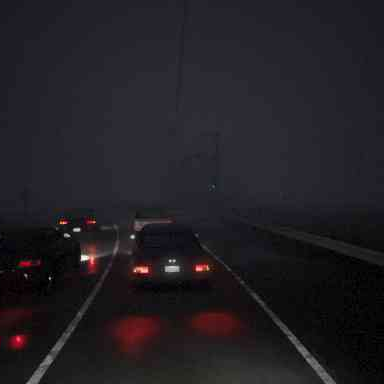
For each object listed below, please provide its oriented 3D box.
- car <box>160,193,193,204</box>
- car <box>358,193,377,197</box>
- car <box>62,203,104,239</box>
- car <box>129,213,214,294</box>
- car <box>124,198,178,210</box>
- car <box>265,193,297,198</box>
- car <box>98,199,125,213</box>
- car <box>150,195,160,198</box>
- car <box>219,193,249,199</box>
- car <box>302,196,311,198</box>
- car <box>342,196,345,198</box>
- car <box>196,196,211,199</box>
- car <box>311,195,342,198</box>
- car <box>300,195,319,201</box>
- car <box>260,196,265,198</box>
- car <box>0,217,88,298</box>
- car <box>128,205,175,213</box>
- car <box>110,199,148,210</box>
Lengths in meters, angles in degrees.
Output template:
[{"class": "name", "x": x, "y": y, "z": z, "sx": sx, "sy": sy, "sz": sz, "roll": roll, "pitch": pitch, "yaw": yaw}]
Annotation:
[{"class": "car", "x": -2.686, "y": 1.352, "z": 57.563, "sx": 4.553, "sy": 1.767, "sz": 2.097, "roll": 0, "pitch": 0, "yaw": -20}, {"class": "car", "x": 39.836, "y": 1.225, "z": 75.661, "sx": 5.566, "sy": 2.045, "sz": 2.150, "roll": 0, "pitch": 0, "yaw": -34}, {"class": "car", "x": -5.689, "y": 1.526, "z": 17.142, "sx": 1.812, "sy": 1.442, "sz": 4.674, "roll": 0, "pitch": 0, "yaw": -13}, {"class": "car", "x": -0.695, "y": 1.547, "z": 8.975, "sx": 2.033, "sy": 1.411, "sz": 5.357, "roll": 0, "pitch": 0, "yaw": -7}, {"class": "car", "x": -4.231, "y": 1.603, "z": 34.474, "sx": 4.718, "sy": 1.301, "sz": 1.895, "roll": 0, "pitch": 0, "yaw": -20}, {"class": "car", "x": 17.763, "y": 1.223, "z": 64.871, "sx": 5.566, "sy": 2.045, "sz": 2.150, "roll": 0, "pitch": 0, "yaw": -19}, {"class": "car", "x": -7.954, "y": 1.495, "z": 36.853, "sx": 4.902, "sy": 1.511, "sz": 2.128, "roll": 0, "pitch": 0, "yaw": -20}, {"class": "car", "x": -6.925, "y": 1.352, "z": 67.156, "sx": 4.553, "sy": 1.767, "sz": 2.097, "roll": 0, "pitch": 0, "yaw": -20}, {"class": "car", "x": 7.074, "y": 1.221, "z": 61.066, "sx": 5.566, "sy": 2.045, "sz": 2.150, "roll": 0, "pitch": 0, "yaw": -19}, {"class": "car", "x": 26.519, "y": 1.540, "z": 75.814, "sx": 5.357, "sy": 1.411, "sz": 2.033, "roll": 0, "pitch": 0, "yaw": -22}, {"class": "car", "x": 35.181, "y": 1.525, "z": 80.927, "sx": 4.902, "sy": 1.511, "sz": 2.128, "roll": 0, "pitch": 0, "yaw": -34}, {"class": "car", "x": 2.253, "y": 1.552, "z": 70.401, "sx": 4.181, "sy": 1.385, "sz": 1.994, "roll": 0, "pitch": 0, "yaw": -20}, {"class": "car", "x": 27.782, "y": 1.478, "z": 68.699, "sx": 5.008, "sy": 1.535, "sz": 1.882, "roll": 0, "pitch": 0, "yaw": -22}, {"class": "car", "x": 28.449, "y": 1.552, "z": 80.788, "sx": 4.181, "sy": 1.385, "sz": 1.994, "roll": 0, "pitch": 0, "yaw": -26}, {"class": "car", "x": 17.260, "y": 1.225, "z": 72.090, "sx": 5.566, "sy": 2.045, "sz": 2.150, "roll": 0, "pitch": 0, "yaw": -20}, {"class": "car", "x": -4.210, "y": 1.564, "z": 8.532, "sx": 1.994, "sy": 1.385, "sz": 4.181, "roll": 0, "pitch": 0, "yaw": -6}, {"class": "car", "x": -2.375, "y": 1.601, "z": 18.476, "sx": 1.895, "sy": 1.301, "sz": 4.718, "roll": 0, "pitch": 0, "yaw": -12}, {"class": "car", "x": -8.414, "y": 1.603, "z": 44.127, "sx": 4.718, "sy": 1.301, "sz": 1.895, "roll": 0, "pitch": 0, "yaw": -20}]
